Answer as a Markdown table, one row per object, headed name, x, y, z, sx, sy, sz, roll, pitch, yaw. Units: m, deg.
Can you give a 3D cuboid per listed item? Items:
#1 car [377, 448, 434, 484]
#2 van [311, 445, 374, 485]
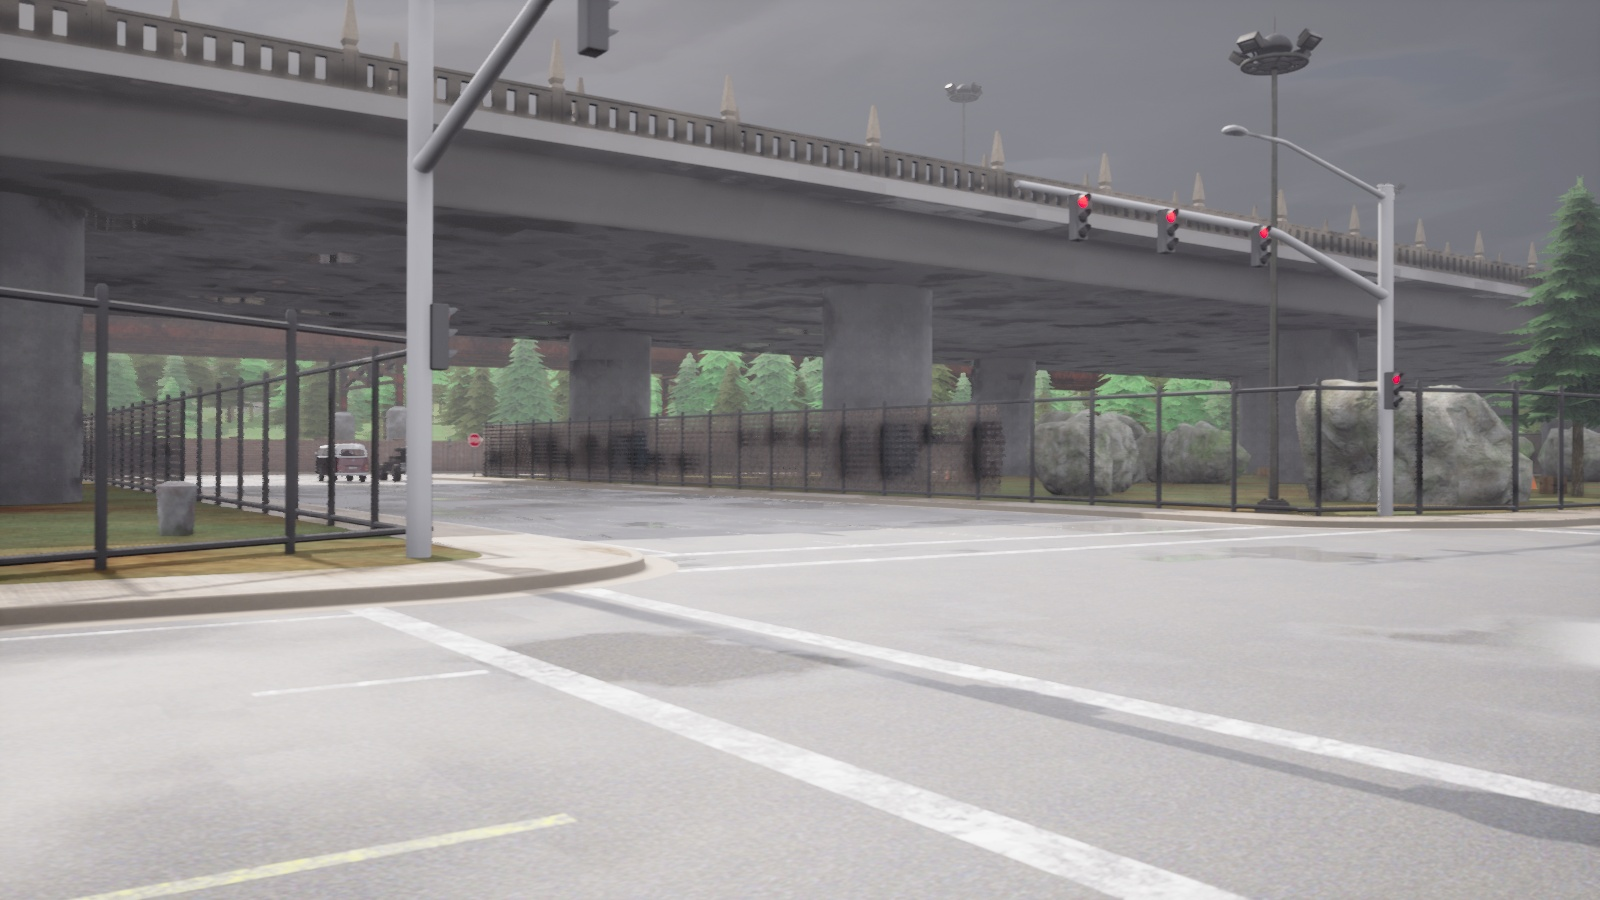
| name | x | y | z | sx | sy | sz | roll | pitch | yaw |
| --- | --- | --- | --- | --- | --- | --- | --- | --- | --- |
| car | -21.701 | 0.852 | 69.038 | 1.905 | 1.878 | 3.866 | 0 | 0 | -35 |
| van | -24.291 | 0.772 | 66.634 | 2.069 | 2.038 | 4.480 | 0 | 0 | -35 |
